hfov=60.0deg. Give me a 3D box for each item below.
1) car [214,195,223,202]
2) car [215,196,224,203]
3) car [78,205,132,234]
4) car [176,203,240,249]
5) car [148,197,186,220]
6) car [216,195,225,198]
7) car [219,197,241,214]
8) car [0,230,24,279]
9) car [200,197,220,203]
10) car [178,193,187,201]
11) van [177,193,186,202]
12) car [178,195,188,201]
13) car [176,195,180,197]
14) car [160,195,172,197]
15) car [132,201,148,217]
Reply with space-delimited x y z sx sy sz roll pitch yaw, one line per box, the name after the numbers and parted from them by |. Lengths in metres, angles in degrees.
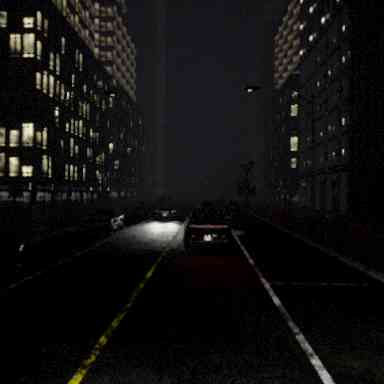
5.942 1.471 75.313 1.752 1.417 4.829 1 0 3 | car
5.686 1.536 69.457 1.802 1.307 4.206 1 0 3 | car
-4.923 1.527 18.655 1.802 1.307 4.206 1 0 3 | car
0.691 1.484 14.559 2.128 1.511 4.902 0 0 3 | car
-1.937 1.449 27.427 2.128 1.511 4.902 0 0 3 | car
5.191 1.409 58.083 1.967 1.590 4.097 1 0 3 | car
4.194 1.560 35.338 1.947 1.339 4.313 1 0 3 | car
-5.421 1.519 7.283 1.947 1.339 4.313 1 0 3 | car
1.424 1.503 31.640 1.812 1.442 4.674 0 0 2 | car
-2.684 1.330 69.836 1.967 1.590 4.097 1 0 3 | car
-2.434 1.223 75.524 1.690 1.788 3.998 1 0 3 | van
-2.188 1.440 81.211 1.947 1.339 4.313 1 0 3 | car
-3.432 1.494 52.777 1.802 1.307 4.206 1 0 3 | car
-3.929 1.470 41.403 1.887 1.381 4.507 1 0 3 | car
-4.426 1.486 30.030 2.008 1.369 4.403 1 0 3 | car
